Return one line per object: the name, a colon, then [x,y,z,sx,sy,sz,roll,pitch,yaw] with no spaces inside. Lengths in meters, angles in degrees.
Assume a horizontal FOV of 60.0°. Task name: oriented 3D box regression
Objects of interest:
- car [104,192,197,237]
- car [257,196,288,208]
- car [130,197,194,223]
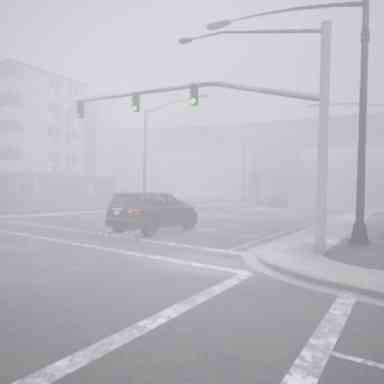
car: [-1.904,1.027,16.975,2.150,2.045,5.566,2,1,32]
car: [10.433,1.265,42.648,2.033,1.411,5.357,2,1,43]
car: [-1.956,1.183,23.629,1.882,1.535,5.008,2,1,32]
